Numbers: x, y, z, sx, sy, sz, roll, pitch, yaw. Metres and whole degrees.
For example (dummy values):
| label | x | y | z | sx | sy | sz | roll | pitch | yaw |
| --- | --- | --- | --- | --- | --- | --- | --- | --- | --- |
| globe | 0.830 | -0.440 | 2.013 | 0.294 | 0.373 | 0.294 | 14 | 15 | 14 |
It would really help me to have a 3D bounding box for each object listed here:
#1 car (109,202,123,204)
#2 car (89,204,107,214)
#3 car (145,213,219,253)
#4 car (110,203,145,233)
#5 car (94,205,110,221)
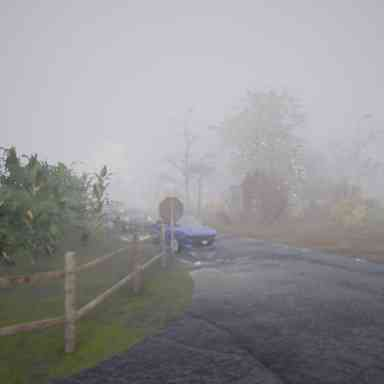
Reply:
| label | x | y | z | sx | sy | sz | roll | pitch | yaw |
| --- | --- | --- | --- | --- | --- | --- | --- | --- | --- |
| car | -10.724 | 2.369 | 46.158 | 2.150 | 2.045 | 5.566 | -1 | -1 | -24 |
| car | -16.675 | 2.983 | 58.850 | 2.128 | 1.511 | 4.902 | -1 | -1 | -28 |
| car | -0.494 | 1.838 | 15.839 | 1.882 | 1.535 | 5.008 | -1 | -1 | -24 |
| car | -4.450 | 1.963 | 24.756 | 2.097 | 1.767 | 4.553 | -1 | -1 | -24 |
| car | -9.929 | 2.460 | 37.130 | 1.837 | 1.490 | 4.892 | -1 | -1 | -24 |
